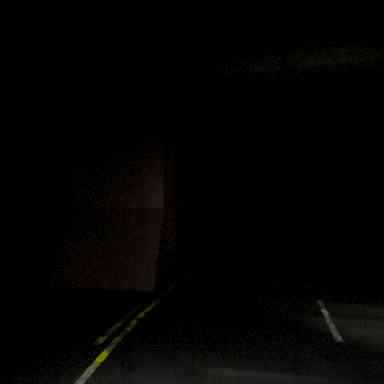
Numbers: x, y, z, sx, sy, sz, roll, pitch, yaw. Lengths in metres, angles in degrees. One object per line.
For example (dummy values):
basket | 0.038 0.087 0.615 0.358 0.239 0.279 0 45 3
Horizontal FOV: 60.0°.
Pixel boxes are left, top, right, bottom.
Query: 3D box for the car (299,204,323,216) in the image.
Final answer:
car | 14.750 2.068 39.052 4.718 1.301 1.895 1 -1 -28

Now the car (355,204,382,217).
car | 19.288 2.031 37.434 4.181 1.385 1.994 1 -1 -27
